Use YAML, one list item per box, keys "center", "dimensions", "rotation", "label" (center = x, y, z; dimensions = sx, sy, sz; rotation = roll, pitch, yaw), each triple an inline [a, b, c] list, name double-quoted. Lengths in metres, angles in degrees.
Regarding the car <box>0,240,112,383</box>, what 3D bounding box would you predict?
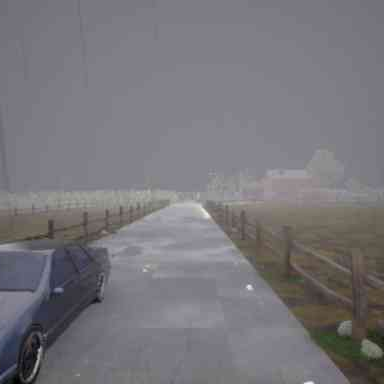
- center: [-2.751, 1.572, 5.531]
  dimensions: [2.033, 1.411, 5.357]
  rotation: [0, 0, 0]
  label: "car"
